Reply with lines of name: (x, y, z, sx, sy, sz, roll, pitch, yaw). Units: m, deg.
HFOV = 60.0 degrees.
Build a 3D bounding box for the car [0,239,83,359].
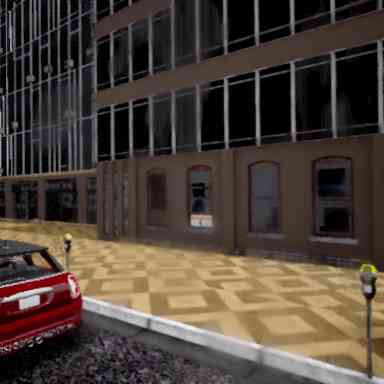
car: (-3.728, 1.507, 5.538, 4.097, 1.590, 1.967, -1, -1, 36)
